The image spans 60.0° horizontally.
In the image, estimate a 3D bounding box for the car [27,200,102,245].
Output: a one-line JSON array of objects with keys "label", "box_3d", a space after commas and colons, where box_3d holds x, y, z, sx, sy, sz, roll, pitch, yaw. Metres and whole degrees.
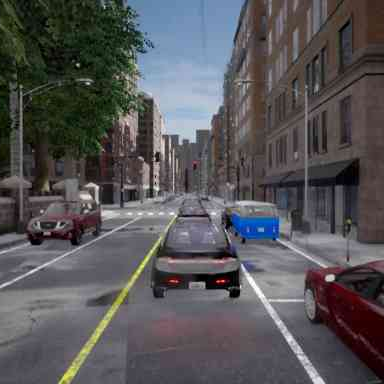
[{"label": "car", "box_3d": [-5.675, 1.305, 15.532, 2.192, 1.841, 5.009, 0, 0, 0]}]

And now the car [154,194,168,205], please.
[{"label": "car", "box_3d": [-5.689, 1.460, 59.051, 1.752, 1.417, 4.829, 0, 0, 0]}]

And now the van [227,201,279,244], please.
[{"label": "van", "box_3d": [2.849, 1.331, 15.575, 1.690, 1.788, 3.998, 0, 0, 0]}]

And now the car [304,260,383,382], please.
[{"label": "car", "box_3d": [2.853, 1.543, 4.254, 1.887, 1.381, 4.507, 0, 0, 0]}]

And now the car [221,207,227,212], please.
[{"label": "car", "box_3d": [2.848, 1.550, 21.235, 1.947, 1.339, 4.313, 0, 0, 0]}]

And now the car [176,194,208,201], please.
[{"label": "car", "box_3d": [-0.010, 1.329, 27.592, 2.097, 1.767, 4.553, 0, 0, 0]}]

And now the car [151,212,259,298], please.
[{"label": "car", "box_3d": [0.097, 1.487, 8.476, 2.128, 1.511, 4.902, 0, 0, 0]}]

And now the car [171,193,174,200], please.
[{"label": "car", "box_3d": [-5.694, 1.465, 75.574, 1.887, 1.381, 4.507, 0, 0, 0]}]

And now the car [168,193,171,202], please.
[{"label": "car", "box_3d": [-5.691, 1.480, 64.672, 2.008, 1.369, 4.403, 0, 0, 0]}]

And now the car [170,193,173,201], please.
[{"label": "car", "box_3d": [-5.692, 1.469, 70.123, 1.887, 1.381, 4.507, 0, 0, 0]}]

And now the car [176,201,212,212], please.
[{"label": "car", "box_3d": [0.092, 1.479, 18.415, 2.128, 1.511, 4.902, 0, 0, 0]}]

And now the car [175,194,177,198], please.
[{"label": "car", "box_3d": [-5.698, 1.467, 86.475, 2.008, 1.369, 4.403, 0, 0, 0]}]
